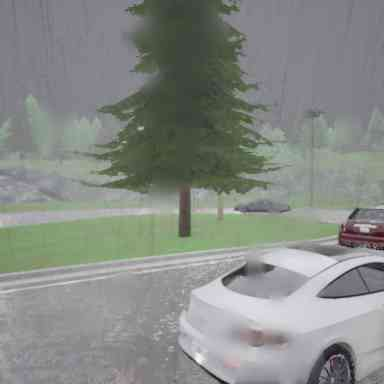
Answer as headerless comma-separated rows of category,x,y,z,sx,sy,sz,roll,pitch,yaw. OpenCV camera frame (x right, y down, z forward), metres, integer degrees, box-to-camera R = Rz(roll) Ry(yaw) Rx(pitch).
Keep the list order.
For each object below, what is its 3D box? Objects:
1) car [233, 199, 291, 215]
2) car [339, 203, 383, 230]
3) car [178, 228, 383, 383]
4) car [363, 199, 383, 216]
car,6.720,1.402,32.078,5.357,1.411,2.033,0,0,32
car,7.510,1.291,12.582,4.553,1.767,2.097,0,0,-38
car,2.033,1.503,4.747,4.674,1.442,1.812,0,0,-32
car,17.801,1.409,28.775,2.033,1.411,5.357,0,0,-20
